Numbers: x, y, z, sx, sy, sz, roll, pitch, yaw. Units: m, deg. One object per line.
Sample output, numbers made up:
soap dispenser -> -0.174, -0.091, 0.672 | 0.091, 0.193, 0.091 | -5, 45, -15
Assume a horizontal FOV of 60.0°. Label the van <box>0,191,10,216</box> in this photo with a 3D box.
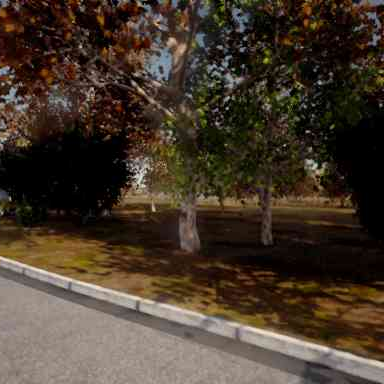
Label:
van -> -16.206, 0.893, 24.971 | 1.878, 1.987, 4.442 | 1, 0, 30
